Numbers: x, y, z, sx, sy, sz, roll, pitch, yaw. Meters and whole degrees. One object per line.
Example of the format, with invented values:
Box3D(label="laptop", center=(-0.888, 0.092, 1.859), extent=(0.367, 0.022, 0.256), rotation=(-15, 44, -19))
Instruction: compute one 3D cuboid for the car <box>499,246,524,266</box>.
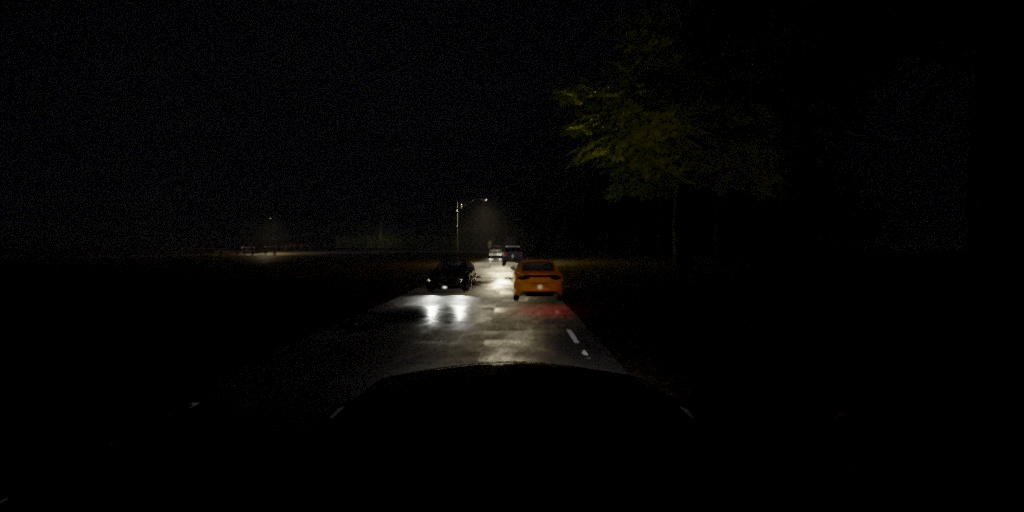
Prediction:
Box3D(label="car", center=(0.094, -0.045, 38.134), extent=(2.150, 2.045, 5.566), rotation=(0, 2, 0))

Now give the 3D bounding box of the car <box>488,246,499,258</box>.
Box3D(label="car", center=(-2.701, -0.742, 60.510), extent=(2.150, 2.045, 5.566), rotation=(0, 2, 1))

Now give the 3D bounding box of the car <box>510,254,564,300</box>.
Box3D(label="car", center=(0.982, 0.867, 15.008), extent=(1.882, 1.535, 5.008), rotation=(0, 2, 0))

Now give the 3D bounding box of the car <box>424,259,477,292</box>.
Box3D(label="car", center=(-2.826, 0.862, 17.708), extent=(2.033, 1.411, 5.357), rotation=(0, 2, 0))
